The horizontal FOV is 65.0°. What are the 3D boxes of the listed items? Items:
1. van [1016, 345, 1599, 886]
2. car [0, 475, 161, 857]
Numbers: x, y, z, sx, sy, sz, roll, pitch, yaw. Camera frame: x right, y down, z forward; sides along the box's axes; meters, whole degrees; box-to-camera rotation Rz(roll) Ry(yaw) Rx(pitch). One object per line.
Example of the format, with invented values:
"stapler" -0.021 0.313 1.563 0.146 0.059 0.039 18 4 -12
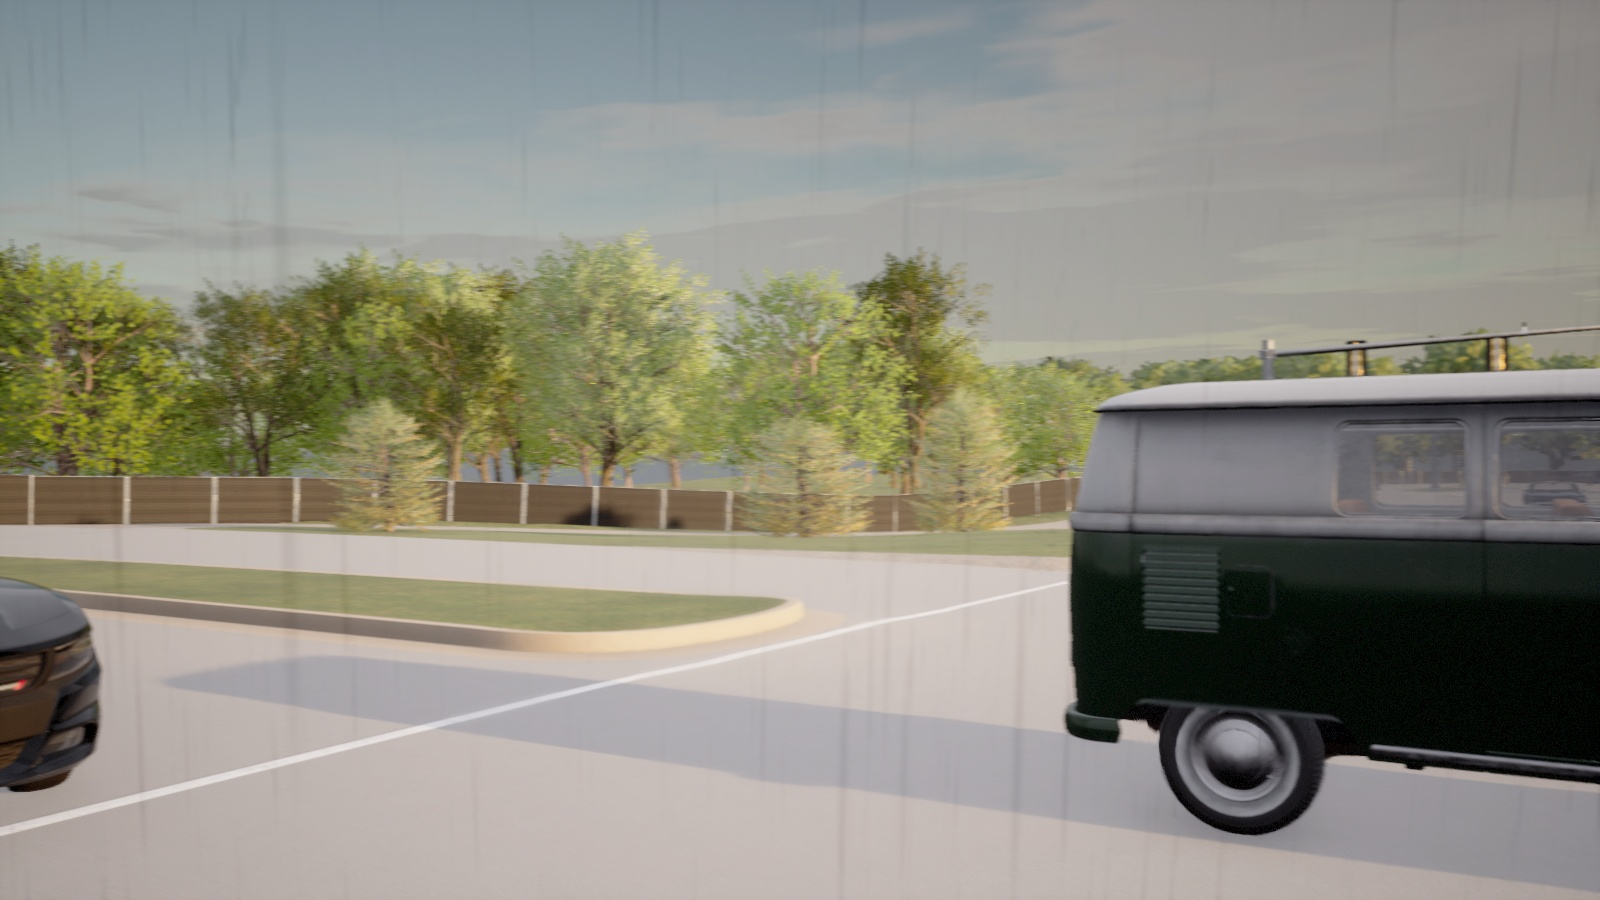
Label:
"van" 3.362 0.617 5.403 4.442 1.987 1.775 -1 -1 29
"car" -5.503 0.905 6.195 5.008 1.535 1.882 -1 -1 32
